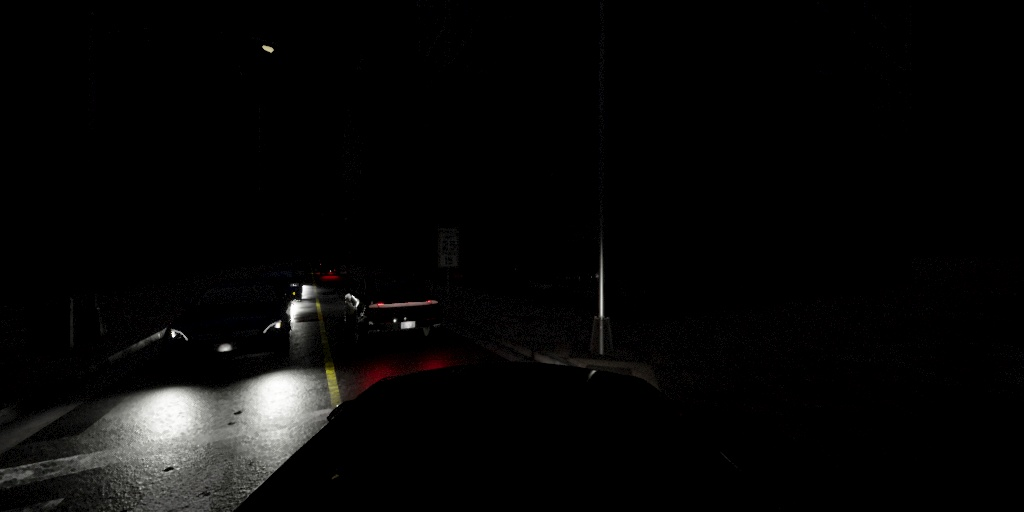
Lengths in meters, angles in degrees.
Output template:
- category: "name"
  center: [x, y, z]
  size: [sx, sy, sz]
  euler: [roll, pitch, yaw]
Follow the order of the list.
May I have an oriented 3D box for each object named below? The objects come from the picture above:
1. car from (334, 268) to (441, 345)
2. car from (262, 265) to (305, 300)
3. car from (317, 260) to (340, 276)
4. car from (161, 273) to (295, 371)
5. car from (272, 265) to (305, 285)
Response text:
- category: "car"
  center: [-3.391, 1.244, 9.691]
  size: [2.128, 1.511, 4.902]
  euler: [0, 0, -30]
- category: "car"
  center: [-11.156, 1.317, 17.117]
  size: [1.994, 1.385, 4.181]
  euler: [0, 0, -29]
- category: "car"
  center: [-19.448, 1.268, 38.191]
  size: [1.837, 1.490, 4.892]
  euler: [0, 0, -29]
- category: "car"
  center: [-6.017, 1.275, 8.035]
  size: [1.812, 1.442, 4.674]
  euler: [0, 0, -31]
- category: "car"
  center: [-16.816, 1.358, 27.134]
  size: [1.895, 1.301, 4.718]
  euler: [0, 0, -29]
